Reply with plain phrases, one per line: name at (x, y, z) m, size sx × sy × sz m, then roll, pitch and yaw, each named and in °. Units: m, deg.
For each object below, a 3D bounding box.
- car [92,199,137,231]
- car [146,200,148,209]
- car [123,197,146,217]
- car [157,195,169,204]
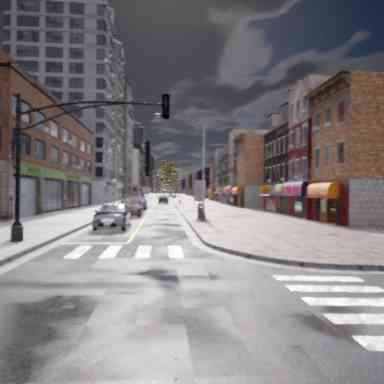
car at (-4.702, 1.419, 19.969) m, size 2.128 × 1.511 × 4.902 m, roll 1°, pitch 0°, yaw -6°
car at (-6.374, 1.354, 40.170) m, size 1.882 × 1.535 × 5.008 m, roll 1°, pitch 0°, yaw -5°
car at (-5.528, 1.256, 29.940) m, size 2.097 × 1.767 × 4.553 m, roll 1°, pitch 0°, yaw -5°
car at (-5.181, 1.350, 60.055) m, size 1.837 × 1.490 × 4.892 m, roll 1°, pitch 0°, yaw -5°
